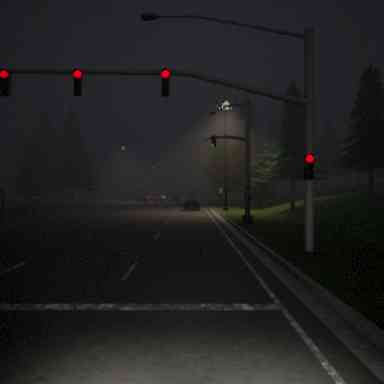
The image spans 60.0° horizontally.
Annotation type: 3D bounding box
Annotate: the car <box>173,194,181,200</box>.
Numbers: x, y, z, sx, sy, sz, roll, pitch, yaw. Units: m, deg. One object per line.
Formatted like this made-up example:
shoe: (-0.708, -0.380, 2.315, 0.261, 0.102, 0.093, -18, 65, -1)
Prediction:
car: (-3.607, 1.204, 81.152, 1.882, 1.535, 5.008, 0, 0, 0)

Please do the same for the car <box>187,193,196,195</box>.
car: (-0.093, 1.124, 70.767, 2.150, 2.045, 5.566, 0, 0, 0)

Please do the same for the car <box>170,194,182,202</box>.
car: (-3.594, 1.452, 71.149, 1.994, 1.385, 4.181, 0, 0, 0)

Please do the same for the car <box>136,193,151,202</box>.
car: (-10.593, 1.439, 70.723, 2.033, 1.411, 5.357, 0, 0, 0)

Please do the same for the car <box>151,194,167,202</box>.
car: (-7.094, 1.494, 71.174, 1.895, 1.301, 4.718, 0, 0, 0)

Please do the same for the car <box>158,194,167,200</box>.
car: (-7.107, 1.250, 81.147, 1.812, 1.442, 4.674, 0, 0, 0)

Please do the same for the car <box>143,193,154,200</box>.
car: (-10.607, 1.081, 81.113, 2.097, 1.767, 4.553, 0, 0, 0)

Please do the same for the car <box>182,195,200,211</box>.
car: (-0.053, 1.473, 40.124, 1.812, 1.442, 4.674, 0, 0, 0)

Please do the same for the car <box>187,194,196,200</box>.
car: (-0.107, 1.266, 81.157, 2.033, 1.411, 5.357, 0, 0, 0)
